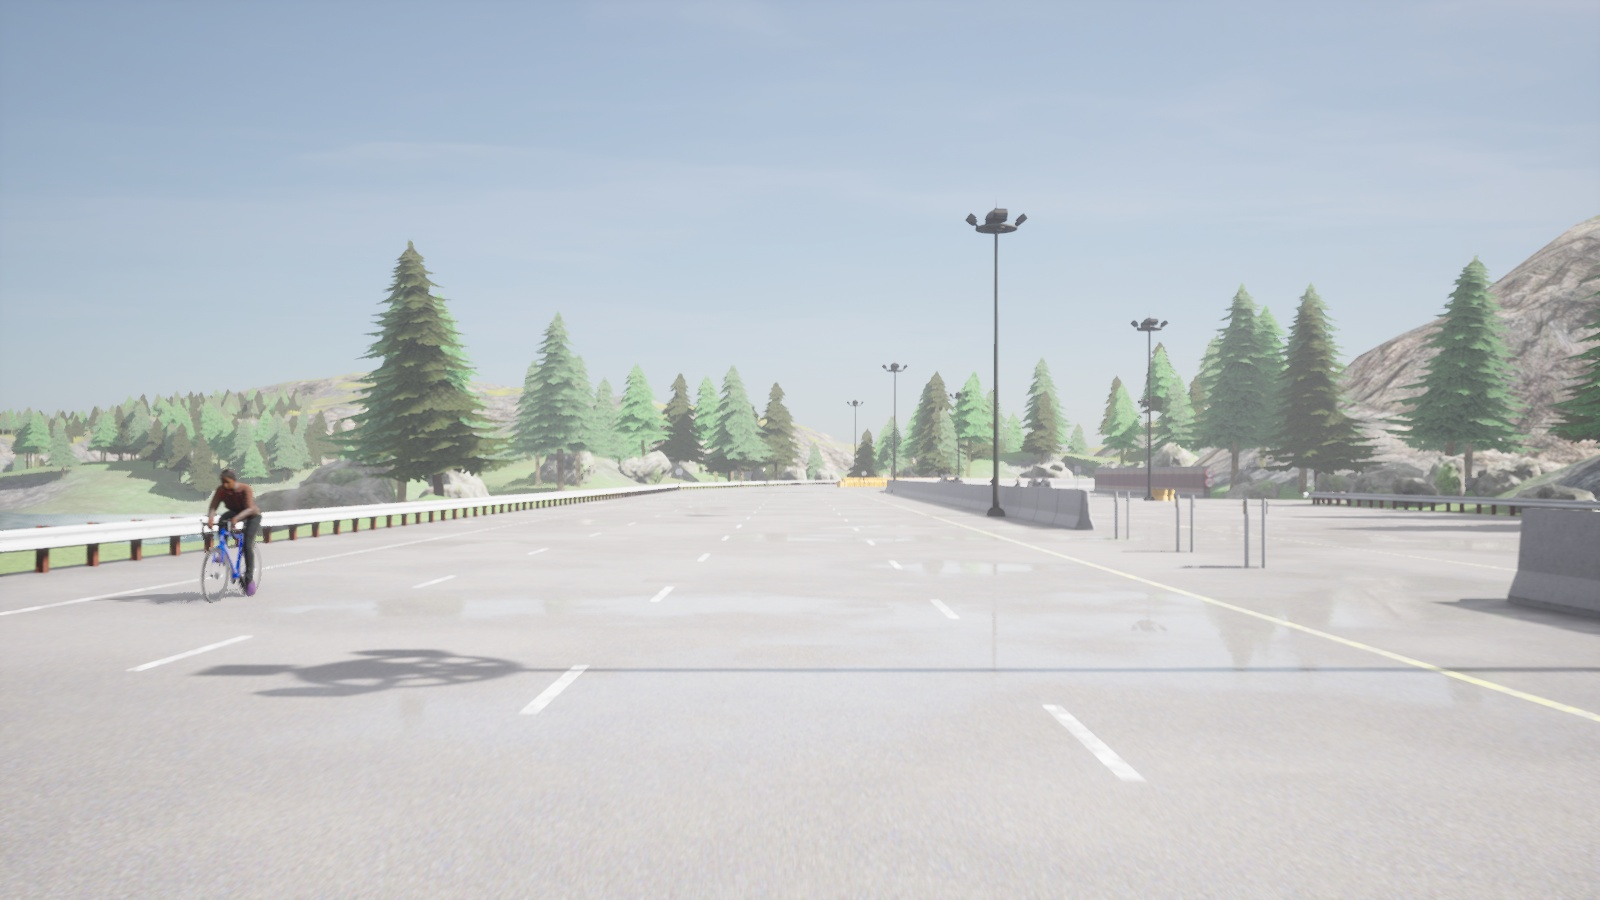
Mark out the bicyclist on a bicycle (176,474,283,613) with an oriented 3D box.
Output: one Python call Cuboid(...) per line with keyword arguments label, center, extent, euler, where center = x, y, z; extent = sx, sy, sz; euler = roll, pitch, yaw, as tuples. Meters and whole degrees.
Cuboid(label="bicyclist on a bicycle", center=(-7.040, 1.112, 15.582), extent=(0.582, 1.620, 1.656), euler=(0, -1, 0))
